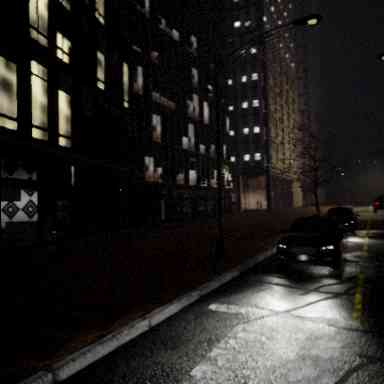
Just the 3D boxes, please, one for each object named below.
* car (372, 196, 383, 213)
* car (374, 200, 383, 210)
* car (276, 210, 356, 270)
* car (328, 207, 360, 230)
[{"bbox_3d":[22.768,1.427,39.385,2.150,2.045,5.566,-3,-2,29],"label":"car"},{"bbox_3d":[27.888,1.834,48.790,1.994,1.385,4.181,-3,-2,29],"label":"car"},{"bbox_3d":[4.331,1.624,11.657,2.128,1.511,4.902,-3,-2,29],"label":"car"},{"bbox_3d":[9.143,1.699,20.495,1.837,1.490,4.892,-3,-2,29],"label":"car"}]
